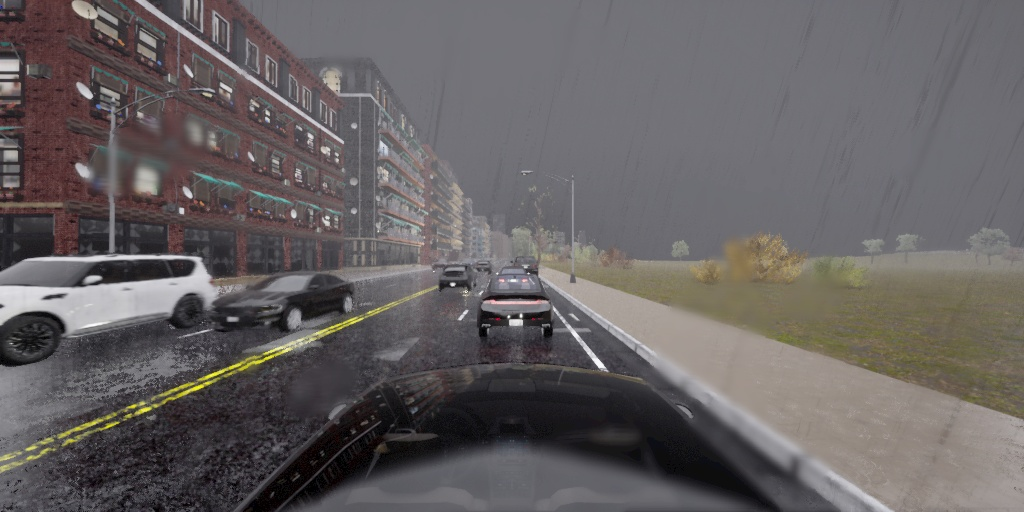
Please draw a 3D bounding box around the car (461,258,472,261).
[{"bbox_3d":[-6.714,1.101,53.388,2.097,1.767,4.553,0,0,0],"label":"car"}]

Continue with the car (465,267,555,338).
[{"bbox_3d":[0.081,1.242,10.260,2.128,1.511,4.902,0,0,0],"label":"car"}]

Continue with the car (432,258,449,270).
[{"bbox_3d":[-9.960,1.102,50.943,2.097,1.767,4.553,0,0,0],"label":"car"}]

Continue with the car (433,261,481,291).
[{"bbox_3d":[-3.197,1.258,21.766,1.837,1.490,4.892,0,0,0],"label":"car"}]

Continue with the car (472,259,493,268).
[{"bbox_3d":[-3.244,1.256,41.848,1.837,1.490,4.892,0,0,0],"label":"car"}]

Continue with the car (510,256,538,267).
[{"bbox_3d":[1.070,0.977,30.912,2.150,2.045,5.566,0,0,0],"label":"car"}]

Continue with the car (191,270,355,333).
[{"bbox_3d":[-6.619,1.228,10.995,1.882,1.535,5.008,0,0,0],"label":"car"}]

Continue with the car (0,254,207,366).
[{"bbox_3d":[-9.865,0.972,8.325,2.150,2.045,5.566,0,0,0],"label":"car"}]

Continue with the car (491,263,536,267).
[{"bbox_3d":[0.060,1.299,20.700,2.033,1.411,5.357,0,0,0],"label":"car"}]
